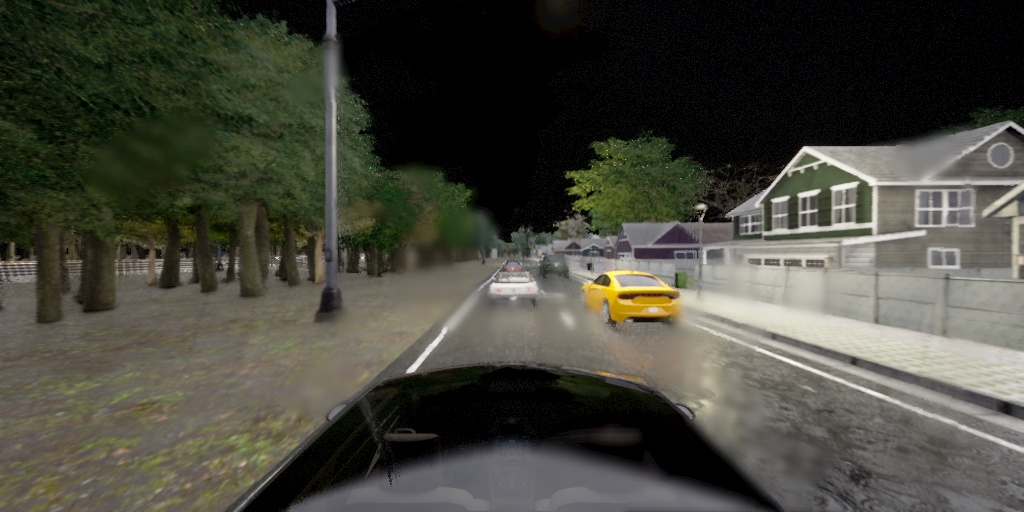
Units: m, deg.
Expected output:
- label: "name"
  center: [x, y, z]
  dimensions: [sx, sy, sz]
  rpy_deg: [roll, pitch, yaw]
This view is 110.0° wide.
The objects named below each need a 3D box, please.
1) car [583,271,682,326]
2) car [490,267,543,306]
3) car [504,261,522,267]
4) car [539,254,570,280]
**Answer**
- label: "car"
  center: [3.597, 1.212, 11.584]
  dimensions: [1.882, 1.535, 5.008]
  rpy_deg: [0, 0, 0]
- label: "car"
  center: [0.098, 1.324, 15.681]
  dimensions: [1.895, 1.301, 4.718]
  rpy_deg: [0, 0, 0]
- label: "car"
  center: [0.092, 1.205, 38.349]
  dimensions: [1.994, 1.385, 4.181]
  rpy_deg: [0, 0, 0]
- label: "car"
  center: [3.595, 0.891, 30.687]
  dimensions: [2.150, 2.045, 5.566]
  rpy_deg: [0, 0, 0]
